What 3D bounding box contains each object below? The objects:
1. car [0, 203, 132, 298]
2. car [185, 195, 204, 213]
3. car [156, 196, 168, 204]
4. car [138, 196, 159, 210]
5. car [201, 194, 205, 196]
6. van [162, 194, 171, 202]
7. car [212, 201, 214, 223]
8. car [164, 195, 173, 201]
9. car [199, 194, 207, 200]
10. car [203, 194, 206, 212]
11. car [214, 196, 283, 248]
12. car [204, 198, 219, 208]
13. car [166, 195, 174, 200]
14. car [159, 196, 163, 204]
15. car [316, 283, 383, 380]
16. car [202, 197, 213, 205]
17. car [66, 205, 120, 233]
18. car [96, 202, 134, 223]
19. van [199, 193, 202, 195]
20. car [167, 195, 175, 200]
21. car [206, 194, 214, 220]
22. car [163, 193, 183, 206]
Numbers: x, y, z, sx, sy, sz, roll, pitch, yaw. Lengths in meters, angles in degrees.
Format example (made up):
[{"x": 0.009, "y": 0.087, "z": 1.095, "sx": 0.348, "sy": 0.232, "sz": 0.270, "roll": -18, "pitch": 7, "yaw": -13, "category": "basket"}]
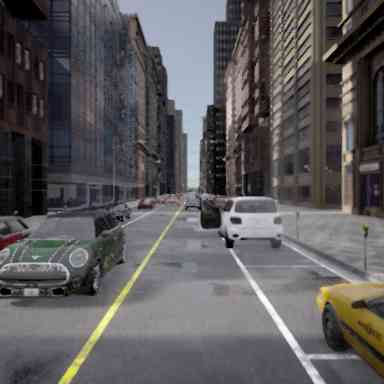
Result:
[{"x": -3.102, "y": 1.341, "z": 8.671, "sx": 2.097, "sy": 1.767, "sz": 4.553, "roll": 0, "pitch": 0, "yaw": 0, "category": "car"}, {"x": 0.070, "y": 1.505, "z": 42.214, "sx": 2.033, "sy": 1.411, "sz": 5.357, "roll": 0, "pitch": 0, "yaw": 0, "category": "car"}, {"x": -5.782, "y": 1.488, "z": 64.781, "sx": 1.887, "sy": 1.381, "sz": 4.507, "roll": 0, "pitch": 0, "yaw": 0, "category": "car"}, {"x": -5.776, "y": 1.503, "z": 42.373, "sx": 1.887, "sy": 1.381, "sz": 4.507, "roll": 0, "pitch": 0, "yaw": 0, "category": "car"}, {"x": 2.746, "y": 1.391, "z": 53.590, "sx": 1.967, "sy": 1.590, "sz": 4.097, "roll": 0, "pitch": 0, "yaw": 0, "category": "car"}, {"x": -5.785, "y": 1.277, "z": 75.986, "sx": 1.690, "sy": 1.788, "sz": 3.998, "roll": 0, "pitch": 0, "yaw": 0, "category": "van"}, {"x": 2.754, "y": 1.553, "z": 25.582, "sx": 1.802, "sy": 1.307, "sz": 4.206, "roll": 0, "pitch": 0, "yaw": 0, "category": "car"}, {"x": -5.786, "y": 1.476, "z": 81.588, "sx": 1.887, "sy": 1.381, "sz": 4.507, "roll": 0, "pitch": 0, "yaw": 0, "category": "car"}, {"x": 2.738, "y": 1.369, "z": 87.201, "sx": 1.967, "sy": 1.590, "sz": 4.097, "roll": 0, "pitch": 0, "yaw": 0, "category": "car"}, {"x": 2.749, "y": 1.399, "z": 42.387, "sx": 1.967, "sy": 1.590, "sz": 4.097, "roll": 0, "pitch": 0, "yaw": 0, "category": "car"}, {"x": 2.389, "y": 1.204, "z": 14.745, "sx": 2.150, "sy": 2.045, "sz": 5.566, "roll": 0, "pitch": 0, "yaw": 0, "category": "car"}, {"x": 2.748, "y": 1.520, "z": 47.988, "sx": 1.947, "sy": 1.339, "sz": 4.313, "roll": 0, "pitch": 0, "yaw": 0, "category": "car"}, {"x": -5.787, "y": 1.473, "z": 87.190, "sx": 1.887, "sy": 1.381, "sz": 4.507, "roll": 0, "pitch": 0, "yaw": 0, "category": "car"}, {"x": -5.781, "y": 1.387, "z": 59.179, "sx": 1.967, "sy": 1.590, "sz": 4.097, "roll": 0, "pitch": 0, "yaw": 0, "category": "car"}, {"x": 2.759, "y": 1.521, "z": 3.345, "sx": 1.752, "sy": 1.417, "sz": 4.829, "roll": 0, "pitch": 0, "yaw": 0, "category": "car"}, {"x": 2.745, "y": 1.529, "z": 59.192, "sx": 1.802, "sy": 1.307, "sz": 4.206, "roll": 0, "pitch": 0, "yaw": 0, "category": "car"}, {"x": -5.770, "y": 1.542, "z": 19.965, "sx": 1.947, "sy": 1.339, "sz": 4.313, "roll": 0, "pitch": 0, "yaw": 0, "category": "car"}, {"x": -5.772, "y": 1.537, "z": 25.566, "sx": 1.947, "sy": 1.339, "sz": 4.313, "roll": 0, "pitch": 0, "yaw": 0, "category": "car"}, {"x": 2.743, "y": 1.284, "z": 64.793, "sx": 1.690, "sy": 1.788, "sz": 3.998, "roll": 0, "pitch": 0, "yaw": 0, "category": "van"}, {"x": -5.789, "y": 1.450, "z": 92.623, "sx": 1.752, "sy": 1.417, "sz": 4.829, "roll": 0, "pitch": 0, "yaw": 0, "category": "car"}, {"x": 2.751, "y": 1.282, "z": 31.183, "sx": 2.192, "sy": 1.841, "sz": 5.009, "roll": 0, "pitch": 0, "yaw": 0, "category": "car"}, {"x": -3.013, "y": 1.356, "z": 53.075, "sx": 2.097, "sy": 1.767, "sz": 4.553, "roll": 0, "pitch": 0, "yaw": 0, "category": "car"}]
